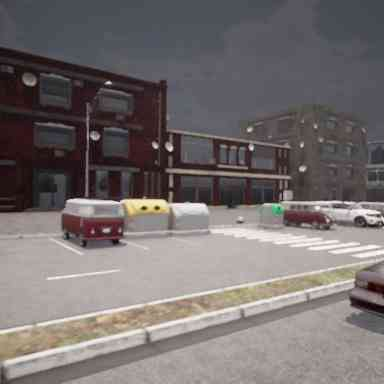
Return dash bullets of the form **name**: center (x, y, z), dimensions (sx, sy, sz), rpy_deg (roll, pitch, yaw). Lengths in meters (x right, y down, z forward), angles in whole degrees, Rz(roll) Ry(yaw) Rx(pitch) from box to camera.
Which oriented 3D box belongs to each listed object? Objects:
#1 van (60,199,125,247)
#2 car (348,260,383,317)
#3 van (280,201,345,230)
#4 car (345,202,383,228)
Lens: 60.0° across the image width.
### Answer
- **van**: center (-4.833, 1.351, 15.712), dimensions (1.878, 1.987, 4.442), rpy_deg (2, -1, -36)
- **car**: center (5.459, 1.789, 7.003), dimensions (5.357, 1.411, 2.033), rpy_deg (2, -1, -35)
- **van**: center (8.759, 1.740, 25.140), dimensions (1.878, 1.987, 4.442), rpy_deg (2, -1, -36)
- **car**: center (13.191, 1.844, 28.417), dimensions (2.435, 2.045, 5.566), rpy_deg (2, -1, -36)
